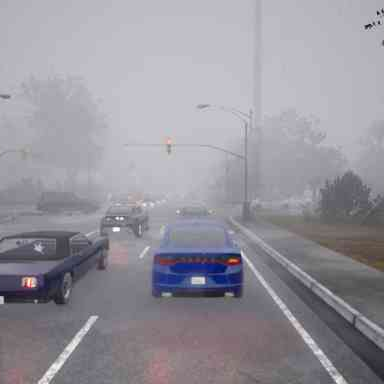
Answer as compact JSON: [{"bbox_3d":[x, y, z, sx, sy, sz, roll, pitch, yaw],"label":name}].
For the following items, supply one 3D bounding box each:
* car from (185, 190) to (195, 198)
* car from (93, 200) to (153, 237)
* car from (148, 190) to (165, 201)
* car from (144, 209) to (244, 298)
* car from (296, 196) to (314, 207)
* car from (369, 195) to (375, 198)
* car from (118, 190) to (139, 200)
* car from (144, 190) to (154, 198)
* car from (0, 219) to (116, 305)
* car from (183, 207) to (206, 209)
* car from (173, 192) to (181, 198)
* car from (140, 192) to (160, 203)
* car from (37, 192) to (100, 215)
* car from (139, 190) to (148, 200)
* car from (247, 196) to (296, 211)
[{"bbox_3d":[-0.322,0.416,85.404,2.150,2.045,5.566,0,1,-4],"label":"car"},{"bbox_3d":[-3.370,1.401,17.237,1.837,1.490,4.892,0,0,0],"label":"car"},{"bbox_3d":[-6.951,0.953,64.262,1.882,1.535,5.008,0,1,0],"label":"car"},{"bbox_3d":[0.116,1.445,8.531,1.882,1.535,5.008,0,0,0],"label":"car"},{"bbox_3d":[13.299,1.198,42.760,4.674,1.442,1.812,0,1,-3],"label":"car"},{"bbox_3d":[22.488,1.173,43.265,4.892,1.490,1.837,0,1,-3],"label":"car"},{"bbox_3d":[-10.524,0.928,53.845,2.097,1.767,4.553,0,1,1],"label":"car"},{"bbox_3d":[-10.774,0.442,84.223,2.150,2.045,5.566,0,1,-3],"label":"car"},{"bbox_3d":[-3.385,1.573,7.986,1.895,1.301,4.718,0,0,0],"label":"car"},{"bbox_3d":[0.130,1.458,17.513,1.994,1.385,4.181,0,0,0],"label":"car"},{"bbox_3d":[-3.839,0.738,85.603,2.033,1.411,5.357,0,1,-4],"label":"car"},{"bbox_3d":[-6.995,1.125,55.454,1.994,1.385,4.181,0,1,0],"label":"car"},{"bbox_3d":[-11.288,1.003,30.692,5.566,2.045,2.150,0,1,-3],"label":"car"},{"bbox_3d":[-10.449,0.706,63.428,2.150,2.045,5.566,0,1,0],"label":"car"},{"bbox_3d":[8.120,1.264,35.277,4.674,1.442,1.812,0,1,-3],"label":"car"}]
